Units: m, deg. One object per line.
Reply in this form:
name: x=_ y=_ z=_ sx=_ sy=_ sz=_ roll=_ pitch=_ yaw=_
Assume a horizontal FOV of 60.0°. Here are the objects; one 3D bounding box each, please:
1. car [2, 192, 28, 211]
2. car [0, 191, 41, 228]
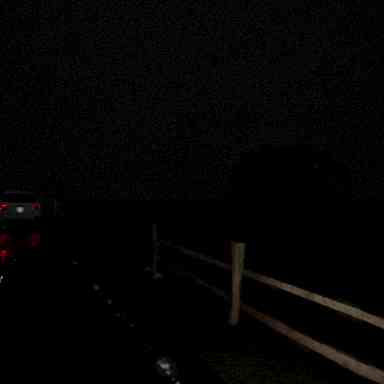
car: x=-17.958 y=0.906 z=33.786 sx=2.097 sy=1.767 sz=4.553 roll=2 pitch=0 yaw=-28
car: x=-10.380 y=0.961 z=19.998 sx=2.150 sy=2.045 sz=5.566 roll=2 pitch=-1 yaw=-29
